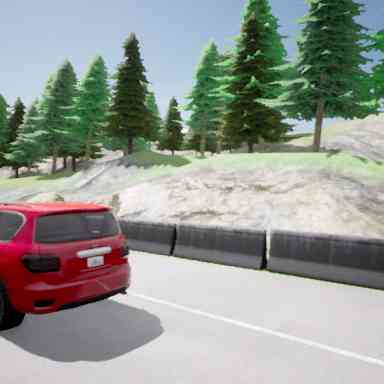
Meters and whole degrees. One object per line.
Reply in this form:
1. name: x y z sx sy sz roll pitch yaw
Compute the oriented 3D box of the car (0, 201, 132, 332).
1. car: -3.696 1.218 7.099 5.566 2.045 2.150 0 0 38
